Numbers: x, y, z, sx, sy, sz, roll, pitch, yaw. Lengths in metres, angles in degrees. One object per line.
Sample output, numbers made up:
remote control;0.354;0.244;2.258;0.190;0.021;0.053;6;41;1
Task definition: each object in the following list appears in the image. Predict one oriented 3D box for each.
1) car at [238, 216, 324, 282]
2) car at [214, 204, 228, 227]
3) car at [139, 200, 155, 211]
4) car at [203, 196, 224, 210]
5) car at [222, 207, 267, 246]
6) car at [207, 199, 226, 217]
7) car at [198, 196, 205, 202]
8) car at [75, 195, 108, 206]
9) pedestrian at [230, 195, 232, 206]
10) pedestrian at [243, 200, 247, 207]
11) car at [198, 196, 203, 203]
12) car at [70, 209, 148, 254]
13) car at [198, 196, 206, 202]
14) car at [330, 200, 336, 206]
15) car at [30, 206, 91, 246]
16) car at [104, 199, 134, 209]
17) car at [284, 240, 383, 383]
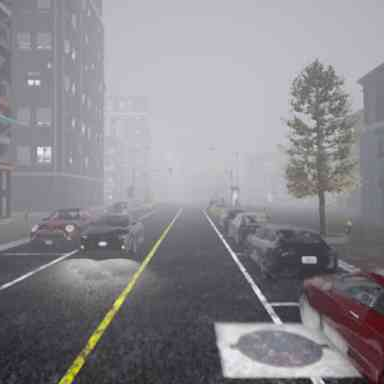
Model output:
car;2.687;1.596;9.700;1.947;1.339;4.313;0;0;0
car;2.684;1.635;20.777;1.947;1.339;4.313;0;0;0
car;-5.702;1.671;42.764;1.752;1.417;4.829;0;0;0
car;2.681;1.443;37.397;2.192;1.841;5.009;0;0;0
car;2.686;1.600;15.237;2.008;1.369;4.403;0;0;0
car;2.682;1.634;32.026;1.752;1.417;4.829;0;0;0
car;2.667;1.809;92.280;1.967;1.590;4.097;0;0;0
car;-17.287;1.460;57.166;5.009;1.841;2.192;0;0;0
pedestrian;6.122;1.321;51.942;0.375;1.860;0.375;0;0;0
pedestrian;8.123;1.706;51.341;0.375;1.300;0.375;0;0;0
car;2.670;1.861;80.886;2.008;1.369;4.403;0;0;0
car;-3.104;1.607;13.548;1.994;1.385;4.181;0;0;0
car;2.669;1.780;86.584;1.967;1.590;4.097;0;0;0
car;26.137;1.869;57.430;4.507;1.381;1.887;0;0;0
car;-5.695;1.489;15.236;1.967;1.590;4.097;0;0;0
car;-5.697;1.528;26.315;1.967;1.590;4.097;0;0;0
car;2.689;1.594;4.160;1.802;1.307;4.206;0;0;0
